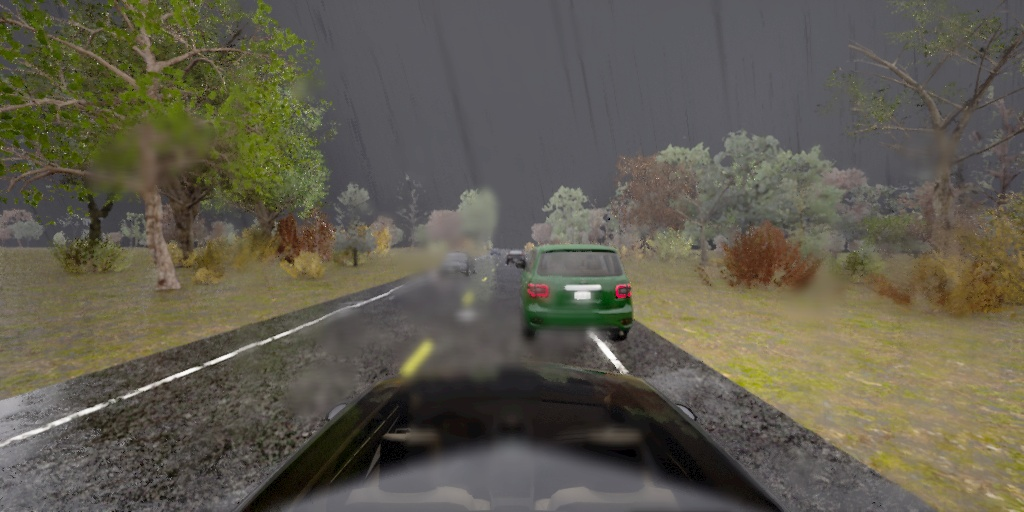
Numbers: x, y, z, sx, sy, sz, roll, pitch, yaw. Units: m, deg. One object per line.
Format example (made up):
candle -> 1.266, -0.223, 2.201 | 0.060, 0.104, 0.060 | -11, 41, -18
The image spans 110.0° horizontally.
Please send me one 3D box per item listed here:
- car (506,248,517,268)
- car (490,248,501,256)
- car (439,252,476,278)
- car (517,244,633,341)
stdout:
car -> 0.404, 0.069, 36.448 | 1.882, 1.535, 5.008 | 0, 2, 1
car -> -2.940, -0.753, 64.945 | 2.033, 1.411, 5.357 | 0, 2, 1
car -> -3.390, 0.530, 22.975 | 1.837, 1.490, 4.892 | 0, 2, 1
car -> 1.306, 0.719, 9.123 | 2.150, 2.045, 5.566 | 0, 2, 1
